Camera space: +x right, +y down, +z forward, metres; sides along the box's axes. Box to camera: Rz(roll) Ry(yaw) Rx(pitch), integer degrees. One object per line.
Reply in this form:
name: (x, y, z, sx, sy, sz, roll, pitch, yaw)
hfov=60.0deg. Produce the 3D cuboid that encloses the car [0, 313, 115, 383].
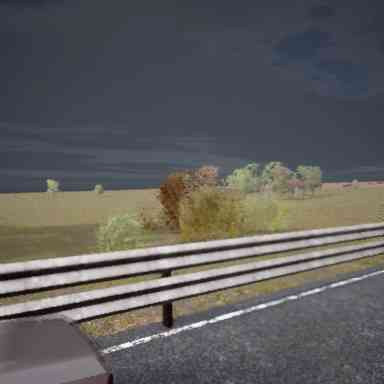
car: (-2.986, 1.548, 1.552, 5.357, 1.411, 2.033, 0, 0, -35)
